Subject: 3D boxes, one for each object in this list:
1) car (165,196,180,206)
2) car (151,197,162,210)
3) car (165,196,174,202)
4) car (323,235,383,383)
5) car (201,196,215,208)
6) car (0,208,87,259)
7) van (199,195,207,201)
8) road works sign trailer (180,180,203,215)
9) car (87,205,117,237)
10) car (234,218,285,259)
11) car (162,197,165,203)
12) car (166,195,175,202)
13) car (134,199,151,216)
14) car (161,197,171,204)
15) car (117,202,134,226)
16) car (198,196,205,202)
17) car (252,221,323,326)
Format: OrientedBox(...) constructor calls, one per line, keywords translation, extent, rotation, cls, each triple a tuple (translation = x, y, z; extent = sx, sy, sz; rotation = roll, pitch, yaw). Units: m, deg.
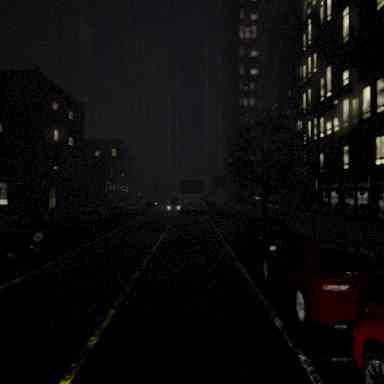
OrientedBox(translation=(-3.091, 1.646, 57.802), extent=(1.882, 1.535, 5.008), rotation=(0, 0, 0), cls="car")
OrientedBox(translation=(-5.722, 1.680, 45.623), extent=(2.008, 1.369, 4.403), rotation=(0, 0, 0), cls="car")
OrientedBox(translation=(-5.746, 1.833, 84.290), extent=(1.947, 1.339, 4.313), rotation=(0, 0, 0), cls="car")
OrientedBox(translation=(2.685, 1.319, 1.438), extent=(2.192, 1.841, 5.009), rotation=(0, 0, 0), cls="car")
OrientedBox(translation=(2.655, 1.697, 51.154), extent=(2.008, 1.369, 4.403), rotation=(0, 0, 0), cls="car")
OrientedBox(translation=(-5.701, 1.470, 12.479), extent=(1.967, 1.590, 4.097), rotation=(0, 0, 0), cls="car")
OrientedBox(translation=(2.639, 1.566, 73.252), extent=(1.690, 1.788, 3.998), rotation=(0, 0, 0), cls="van")
OrientedBox(translation=(-0.023, 0.560, 35.174), extent=(2.380, 3.560, 2.880), rotation=(0, 0, 0), cls="road works sign trailer")
OrientedBox(translation=(-5.704, 1.596, 18.001), extent=(2.008, 1.369, 4.403), rotation=(0, 0, 0), cls="car")
OrientedBox(translation=(2.680, 1.596, 12.486), extent=(1.947, 1.339, 4.313), rotation=(0, 0, 0), cls="car")
OrientedBox(translation=(-5.736, 1.755, 67.719), extent=(2.008, 1.369, 4.403), rotation=(0, 0, 0), cls="car")
OrientedBox(translation=(-5.750, 1.728, 89.815), extent=(1.967, 1.590, 4.097), rotation=(0, 0, 0), cls="car")
OrientedBox(translation=(-5.715, 1.618, 34.403), extent=(1.752, 1.417, 4.829), rotation=(0, 0, 0), cls="car")
OrientedBox(translation=(-5.740, 1.769, 73.243), extent=(1.887, 1.381, 4.507), rotation=(0, 0, 0), cls="car")
OrientedBox(translation=(-5.708, 1.611, 23.526), extent=(2.008, 1.369, 4.403), rotation=(0, 0, 0), cls="car")
OrientedBox(translation=(2.630, 1.814, 89.993), extent=(1.752, 1.417, 4.829), rotation=(0, 0, 0), cls="car")
OrientedBox(translation=(2.683, 1.561, 6.962), extent=(1.887, 1.381, 4.507), rotation=(0, 0, 0), cls="car")
